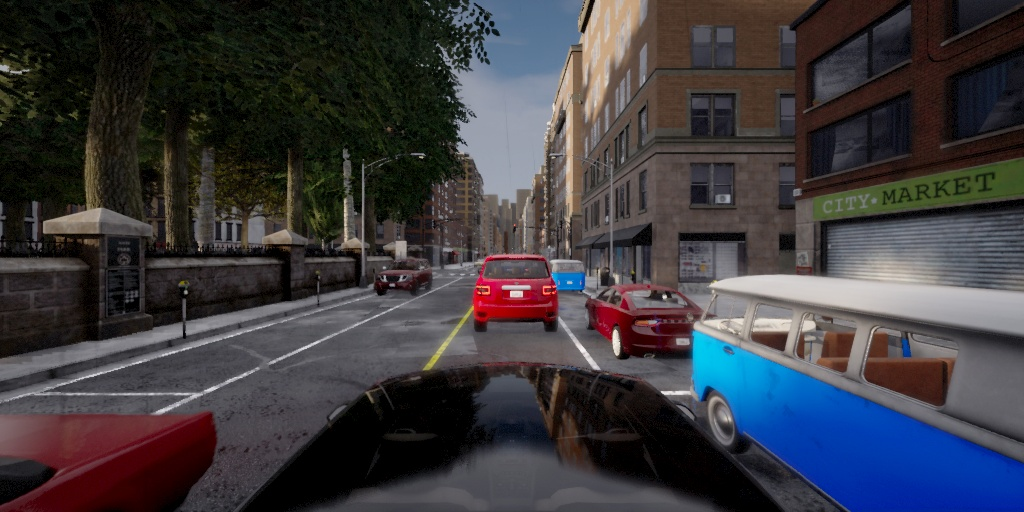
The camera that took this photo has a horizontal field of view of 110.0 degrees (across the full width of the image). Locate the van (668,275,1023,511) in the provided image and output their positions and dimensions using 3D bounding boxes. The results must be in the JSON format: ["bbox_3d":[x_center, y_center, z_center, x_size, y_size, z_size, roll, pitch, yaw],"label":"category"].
[{"bbox_3d":[2.856,1.091,2.553,1.690,1.789,3.998,0,0,0],"label":"van"}]

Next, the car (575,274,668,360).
[{"bbox_3d":[2.855,1.294,8.214,1.888,1.381,4.507,0,0,0],"label":"car"}]

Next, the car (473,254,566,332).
[{"bbox_3d":[0.095,0.970,10.972,2.150,2.045,5.566,0,0,0],"label":"car"}]

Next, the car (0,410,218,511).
[{"bbox_3d":[-3.101,1.351,0.373,1.895,1.301,4.718,0,0,0],"label":"car"}]

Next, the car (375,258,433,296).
[{"bbox_3d":[-5.673,1.059,19.492,2.192,1.841,5.009,0,0,0],"label":"car"}]

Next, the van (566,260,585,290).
[{"bbox_3d":[2.851,1.085,19.535,1.690,1.789,3.998,0,0,0],"label":"van"}]
